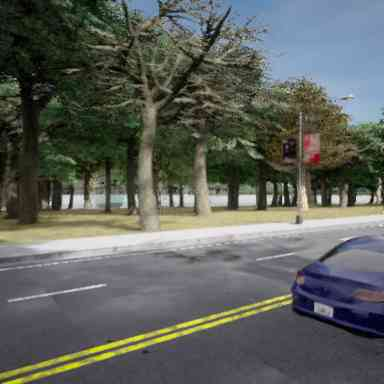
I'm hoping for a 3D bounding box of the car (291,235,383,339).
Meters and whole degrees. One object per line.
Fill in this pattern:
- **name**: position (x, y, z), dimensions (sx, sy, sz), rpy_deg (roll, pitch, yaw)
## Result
- **car**: position (3.769, 1.536, 6.133), dimensions (4.674, 1.442, 1.812), rpy_deg (0, 0, -36)
